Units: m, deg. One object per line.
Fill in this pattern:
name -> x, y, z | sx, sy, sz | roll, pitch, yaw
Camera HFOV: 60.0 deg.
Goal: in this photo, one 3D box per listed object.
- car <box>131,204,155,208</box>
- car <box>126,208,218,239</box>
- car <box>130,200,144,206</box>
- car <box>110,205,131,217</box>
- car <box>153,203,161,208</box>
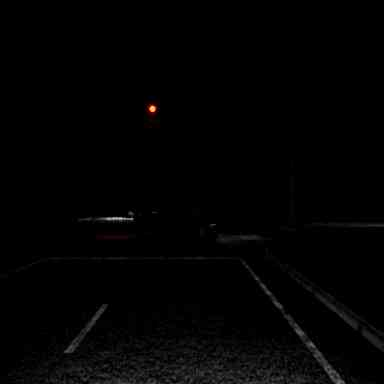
car -> -7.091, 2.922, 48.238 | 2.033, 1.411, 5.357 | 0, -1, 0
car -> -1.007, 1.870, 19.506 | 5.008, 1.535, 1.882 | 0, -2, 2
car -> -10.529, 2.683, 64.247 | 2.150, 2.045, 5.566 | 0, 1, 1
car -> -10.588, 2.943, 48.516 | 1.994, 1.385, 4.181 | 0, -1, 0
car -> -7.035, 2.944, 64.180 | 1.882, 1.535, 5.008 | 0, 1, 1
